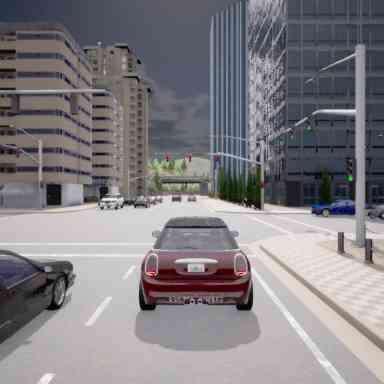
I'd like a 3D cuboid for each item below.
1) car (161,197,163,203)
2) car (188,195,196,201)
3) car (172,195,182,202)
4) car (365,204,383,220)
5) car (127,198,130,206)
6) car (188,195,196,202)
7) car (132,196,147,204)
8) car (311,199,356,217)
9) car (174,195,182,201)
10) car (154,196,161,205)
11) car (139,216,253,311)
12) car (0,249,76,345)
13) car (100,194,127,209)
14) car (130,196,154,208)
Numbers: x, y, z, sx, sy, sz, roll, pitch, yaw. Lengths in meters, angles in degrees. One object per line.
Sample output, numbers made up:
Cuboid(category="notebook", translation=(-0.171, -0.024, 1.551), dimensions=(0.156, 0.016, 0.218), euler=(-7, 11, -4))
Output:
Cuboid(category="car", translation=(-7.030, 1.491, 67.712), dimensions=(2.128, 1.511, 4.902), euler=(0, 0, 0))
Cuboid(category="car", translation=(-0.022, 1.493, 84.311), dimensions=(1.812, 1.442, 4.674), euler=(0, 0, 0))
Cuboid(category="car", translation=(-3.520, 1.470, 74.700), dimensions=(1.882, 1.535, 5.008), euler=(0, 0, 0))
Cuboid(category="car", translation=(16.273, 1.436, 26.324), dimensions=(4.902, 1.511, 2.128), euler=(0, 0, 0))
Cuboid(category="car", translation=(-10.606, 1.601, 54.205), dimensions=(1.895, 1.301, 4.718), euler=(0, 0, 0))
Cuboid(category="car", translation=(-0.020, 1.547, 75.818), dimensions=(1.994, 1.385, 4.181), euler=(0, 0, 0))
Cuboid(category="car", translation=(-10.531, 1.492, 67.230), dimensions=(2.128, 1.511, 4.902), euler=(0, 0, 0))
Cuboid(category="car", translation=(13.286, 1.422, 29.846), dimensions=(5.008, 1.535, 1.882), euler=(0, 0, 1))
Cuboid(category="car", translation=(-3.522, 1.509, 84.311), dimensions=(2.033, 1.411, 5.357), euler=(0, 0, 0))
Cuboid(category="car", translation=(-7.096, 1.491, 57.464), dimensions=(2.128, 1.511, 4.902), euler=(0, 0, 0))
Cuboid(category="car", translation=(0.081, 1.352, 7.946), dimensions=(2.097, 1.767, 4.553), euler=(0, 0, 0))
Cuboid(category="car", translation=(-3.435, 1.547, 4.747), dimensions=(2.033, 1.411, 5.357), euler=(0, 0, 0))
Cuboid(category="car", translation=(-10.611, 1.222, 44.436), dimensions=(2.150, 2.045, 5.566), euler=(0, 0, 0))
Cuboid(category="car", translation=(-7.111, 1.547, 47.951), dimensions=(2.033, 1.411, 5.357), euler=(0, 0, 0))
